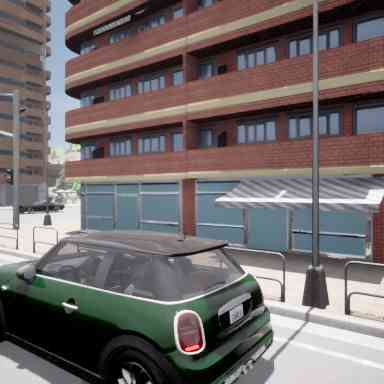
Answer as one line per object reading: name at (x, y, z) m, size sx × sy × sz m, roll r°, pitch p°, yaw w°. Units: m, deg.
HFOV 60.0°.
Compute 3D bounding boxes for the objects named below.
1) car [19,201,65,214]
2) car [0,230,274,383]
car at (-16.242, 1.601, 35.687) m, size 1.895 × 1.301 × 4.718 m, roll 0°, pitch 0°, yaw 36°
car at (-1.241, 1.352, 4.879) m, size 4.553 × 1.767 × 2.097 m, roll 0°, pitch 0°, yaw 36°
